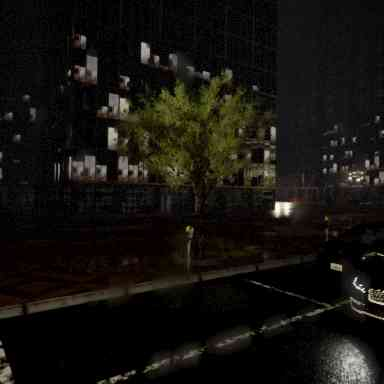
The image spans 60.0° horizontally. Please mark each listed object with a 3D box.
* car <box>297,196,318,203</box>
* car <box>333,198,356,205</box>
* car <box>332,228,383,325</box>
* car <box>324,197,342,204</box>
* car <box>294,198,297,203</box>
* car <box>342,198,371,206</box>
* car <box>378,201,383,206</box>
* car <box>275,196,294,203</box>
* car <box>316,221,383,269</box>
[{"bbox_3d":[29.323,1.819,83.024,2.192,1.841,5.009,1,-1,-20],"label":"car"},{"bbox_3d":[33.172,1.983,72.516,2.008,1.369,4.403,1,-1,-20],"label":"car"},{"bbox_3d":[4.965,1.509,6.270,4.892,1.490,1.837,0,0,-34],"label":"car"},{"bbox_3d":[27.708,1.687,64.537,1.967,1.590,4.097,1,-1,-20],"label":"car"},{"bbox_3d":[27.393,2.121,88.273,1.802,1.307,4.206,1,-1,-20],"label":"car"},{"bbox_3d":[29.632,1.762,59.285,2.008,1.369,4.403,1,-1,-20],"label":"car"},{"bbox_3d":[36.966,1.888,62.171,1.752,1.417,4.829,1,-1,-20],"label":"car"},{"bbox_3d":[21.932,1.793,80.287,1.967,1.590,4.097,1,-1,-20],"label":"car"},{"bbox_3d":[5.555,1.574,9.817,4.313,1.339,1.947,0,1,-34],"label":"car"}]
